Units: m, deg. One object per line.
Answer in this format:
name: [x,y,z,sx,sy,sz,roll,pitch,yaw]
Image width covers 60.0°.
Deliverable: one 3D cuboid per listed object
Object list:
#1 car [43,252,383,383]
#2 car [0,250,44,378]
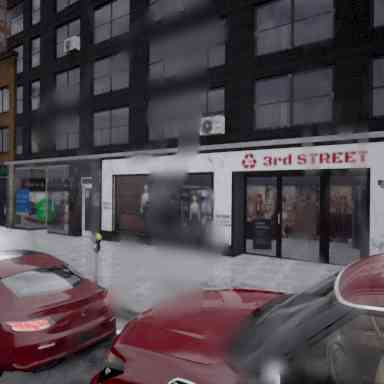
car: [1.588,1.315,1.941,5.009,1.841,2.192,0,1,35]
car: [-2.965,1.580,5.176,4.206,1.307,1.802,0,1,35]
